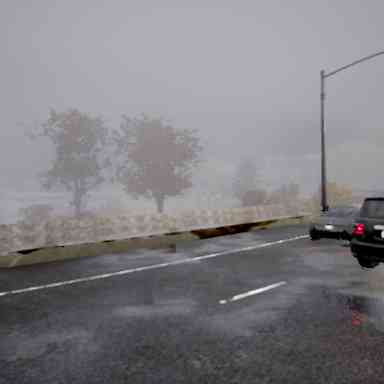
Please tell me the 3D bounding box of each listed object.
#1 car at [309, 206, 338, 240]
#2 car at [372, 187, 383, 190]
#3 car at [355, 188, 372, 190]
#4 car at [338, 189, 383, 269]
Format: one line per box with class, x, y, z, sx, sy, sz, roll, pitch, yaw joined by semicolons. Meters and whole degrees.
car;6.792;1.306;14.325;4.181;1.385;1.994;-2;1;-43
car;42.772;-0.295;77.152;2.097;1.767;4.553;-1;1;6
car;39.302;-0.239;77.610;2.097;1.767;4.553;-1;1;6
car;6.562;1.018;9.347;5.566;2.045;2.150;-2;1;-40
